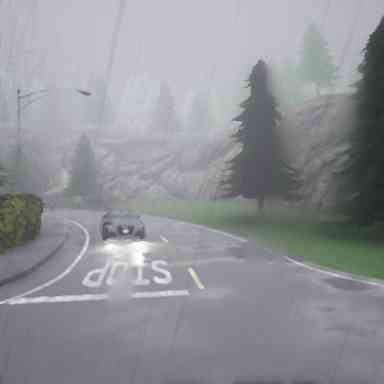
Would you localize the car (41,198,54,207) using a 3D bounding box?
[{"bbox_3d":[-17.538,1.353,37.837,4.674,1.442,1.812,0,0,35],"label":"car"}]

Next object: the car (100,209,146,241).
[{"bbox_3d":[-3.591,1.578,16.934,1.994,1.385,4.181,0,0,-18],"label":"car"}]
